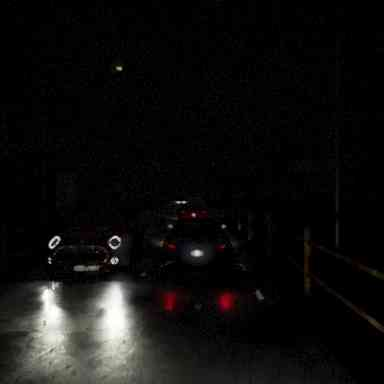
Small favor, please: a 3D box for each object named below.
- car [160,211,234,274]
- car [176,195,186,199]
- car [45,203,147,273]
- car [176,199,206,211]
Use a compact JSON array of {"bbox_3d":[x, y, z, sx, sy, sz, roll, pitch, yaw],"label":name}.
[{"bbox_3d":[0.156,1.494,10.324,1.994,1.385,4.181,0,0,1],"label":"car"},{"bbox_3d":[-2.172,1.247,69.584,1.994,1.385,4.181,0,0,0],"label":"car"},{"bbox_3d":[-2.748,1.281,10.460,2.097,1.767,4.553,0,0,1],"label":"car"},{"bbox_3d":[0.001,1.422,23.539,1.994,1.385,4.181,0,0,-3],"label":"car"}]
